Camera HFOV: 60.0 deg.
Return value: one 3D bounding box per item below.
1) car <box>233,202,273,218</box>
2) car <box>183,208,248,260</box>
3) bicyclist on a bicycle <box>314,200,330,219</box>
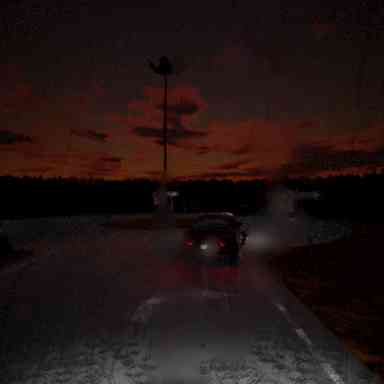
[{"bbox_3d":[5.603,1.625,31.137,1.994,1.385,4.181,0,0,-40],"label":"car"},{"bbox_3d":[0.937,1.551,12.599,1.812,1.442,4.674,-1,0,13],"label":"car"},{"bbox_3d":[11.209,1.503,28.649,1.656,1.620,0.582,0,0,-17],"label":"bicyclist on a bicycle"}]
